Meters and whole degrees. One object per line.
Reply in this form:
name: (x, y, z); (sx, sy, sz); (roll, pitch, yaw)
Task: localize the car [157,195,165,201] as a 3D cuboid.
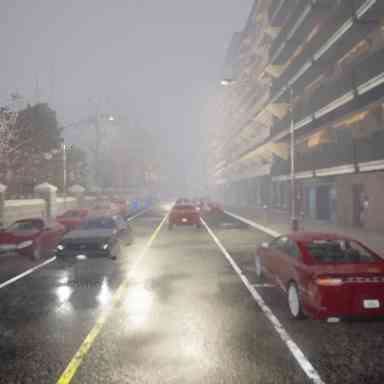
car: (-8.441, 1.636, 91.245); (1.887, 1.381, 4.507); (-1, 0, -2)

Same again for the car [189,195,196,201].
car: (0.110, 1.544, 85.877); (1.802, 1.307, 4.206); (-1, 0, -2)

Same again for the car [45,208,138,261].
car: (-3.408, 1.573, 12.704); (2.033, 1.411, 5.357); (-1, 0, -2)

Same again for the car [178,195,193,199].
car: (-1.119, 1.453, 41.438); (1.882, 1.535, 5.008); (-1, 0, -2)

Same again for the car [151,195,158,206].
car: (-7.394, 1.628, 57.480); (1.947, 1.339, 4.313); (-1, 0, -2)

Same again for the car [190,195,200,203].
car: (0.631, 1.386, 68.994); (1.967, 1.590, 4.097); (-1, 0, -2)

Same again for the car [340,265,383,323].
car: (2.727, 1.508, 1.465); (2.008, 1.369, 4.403); (-1, 0, -2)

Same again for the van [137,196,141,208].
van: (-6.699, 1.400, 34.968); (1.690, 1.788, 3.998); (-1, 0, -2)

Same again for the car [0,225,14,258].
car: (-5.822, 1.638, 6.834); (1.947, 1.339, 4.313); (-1, 0, -2)

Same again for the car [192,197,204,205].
car: (0.982, 1.506, 57.740); (1.947, 1.339, 4.313); (-1, 0, -2)

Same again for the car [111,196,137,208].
car: (-6.525, 1.374, 29.340); (2.192, 1.841, 5.009); (-1, 0, -2)

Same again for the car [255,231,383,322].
car: (2.553, 1.494, 7.092); (1.887, 1.381, 4.507); (-1, 0, -2)

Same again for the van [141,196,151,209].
van: (-7.048, 1.401, 46.224); (1.690, 1.788, 3.998); (-1, 0, -2)

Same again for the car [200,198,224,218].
car: (1.855, 1.518, 29.600); (1.802, 1.307, 4.206); (-1, 0, -2)

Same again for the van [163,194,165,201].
van: (-8.094, 1.419, 79.989); (1.690, 1.788, 3.998); (-1, 0, -2)

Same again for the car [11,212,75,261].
car: (-5.997, 1.647, 12.461); (1.802, 1.307, 4.206); (-1, 0, -2)

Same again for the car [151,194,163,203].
car: (-7.746, 1.383, 68.734); (2.192, 1.841, 5.009); (-1, 0, -2)

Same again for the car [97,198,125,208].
car: (-6.347, 1.498, 23.712); (1.967, 1.590, 4.097); (-1, 0, -2)

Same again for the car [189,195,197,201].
car: (0.279, 1.481, 80.419); (1.752, 1.417, 4.829); (-1, 0, -2)

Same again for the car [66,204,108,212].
car: (-6.172, 1.604, 18.087); (1.887, 1.381, 4.507); (-1, 0, -2)

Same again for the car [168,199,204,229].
car: (-0.503, 1.451, 21.469); (1.882, 1.535, 5.008); (-1, 0, -2)

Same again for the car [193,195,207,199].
car: (1.503, 1.377, 40.856); (1.967, 1.590, 4.097); (-1, 0, -2)

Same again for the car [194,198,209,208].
car: (1.331, 1.520, 46.484); (1.802, 1.307, 4.206); (-1, 0, -2)
